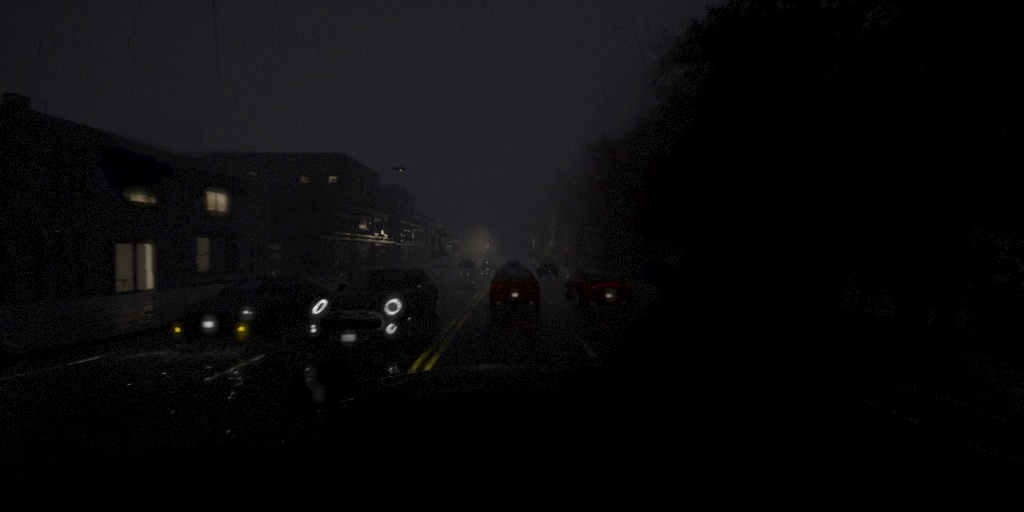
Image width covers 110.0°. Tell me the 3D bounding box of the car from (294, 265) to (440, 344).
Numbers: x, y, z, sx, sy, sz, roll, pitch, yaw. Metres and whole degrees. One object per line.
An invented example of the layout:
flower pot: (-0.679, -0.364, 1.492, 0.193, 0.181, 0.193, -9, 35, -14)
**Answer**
car: (-3.348, 1.084, 9.595, 2.097, 1.767, 4.553, 0, 0, 0)

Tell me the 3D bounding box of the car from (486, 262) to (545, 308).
car: (0.104, 1.197, 14.957, 1.882, 1.535, 5.008, 0, 0, 0)

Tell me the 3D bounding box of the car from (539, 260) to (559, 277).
car: (3.360, 1.166, 34.518, 2.128, 1.511, 4.902, 0, 0, 0)

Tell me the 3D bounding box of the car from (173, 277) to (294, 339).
car: (-6.598, 1.295, 9.802, 1.994, 1.385, 4.181, 0, 0, 0)

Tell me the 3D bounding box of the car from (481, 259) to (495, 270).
car: (-3.309, 1.162, 50.668, 1.812, 1.442, 4.674, 0, 0, 0)

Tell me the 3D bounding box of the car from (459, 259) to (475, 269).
car: (-6.554, 1.124, 52.026, 2.128, 1.511, 4.902, 0, 0, 0)

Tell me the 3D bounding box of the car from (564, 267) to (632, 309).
car: (3.354, 1.198, 14.750, 1.882, 1.535, 5.008, 0, 0, 0)
